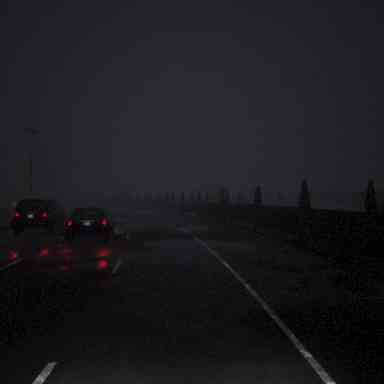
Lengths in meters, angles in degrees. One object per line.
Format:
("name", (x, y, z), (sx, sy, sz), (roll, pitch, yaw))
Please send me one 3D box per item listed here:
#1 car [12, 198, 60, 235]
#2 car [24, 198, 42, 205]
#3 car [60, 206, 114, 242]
("car", (-9.438, 1.450, 20.824), (2.150, 2.045, 5.566), (0, -1, -13))
("car", (-40.452, 2.384, 84.618), (5.366, 1.575, 1.801), (-1, -1, 38))
("car", (-5.306, 1.543, 17.706), (2.097, 1.767, 4.553), (0, -1, -10))
